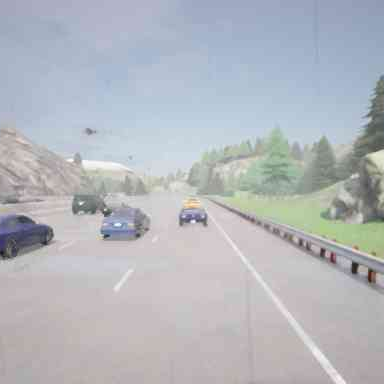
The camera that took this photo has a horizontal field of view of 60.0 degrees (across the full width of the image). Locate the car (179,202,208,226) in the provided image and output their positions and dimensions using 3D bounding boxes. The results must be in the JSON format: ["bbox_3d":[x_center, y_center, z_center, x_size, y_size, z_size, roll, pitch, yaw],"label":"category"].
[{"bbox_3d":[0.085,1.602,23.557,1.895,1.301,4.718,0,0,0],"label":"car"}]

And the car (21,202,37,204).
[{"bbox_3d":[-21.110,1.531,43.991,1.812,1.442,4.674,0,0,0],"label":"car"}]

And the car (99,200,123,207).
[{"bbox_3d":[-6.919,1.603,31.112,1.895,1.301,4.718,0,0,0],"label":"car"}]

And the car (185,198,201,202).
[{"bbox_3d":[0.074,1.480,41.654,1.882,1.535,5.008,0,0,0],"label":"car"}]

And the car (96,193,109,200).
[{"bbox_3d":[-24.558,1.196,91.145,2.150,2.045,5.566,0,0,0],"label":"car"}]

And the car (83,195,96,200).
[{"bbox_3d":[-28.058,1.497,91.173,2.128,1.511,4.902,0,0,0],"label":"car"}]

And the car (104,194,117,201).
[{"bbox_3d":[-21.055,1.358,86.080,2.097,1.767,4.553,0,0,0],"label":"car"}]

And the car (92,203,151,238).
[{"bbox_3d":[-3.412,1.549,17.776,2.033,1.411,5.357,0,0,0],"label":"car"}]

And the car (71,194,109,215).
[{"bbox_3d":[-10.423,1.225,33.911,2.150,2.045,5.566,0,0,0],"label":"car"}]

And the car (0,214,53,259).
[{"bbox_3d":[-6.909,1.527,12.422,1.812,1.442,4.674,0,0,0],"label":"car"}]
